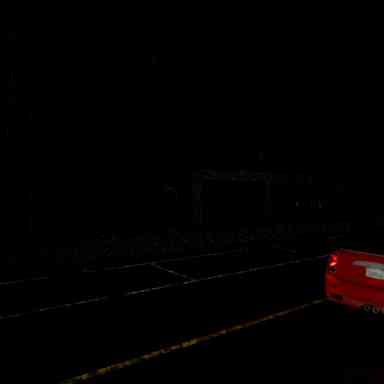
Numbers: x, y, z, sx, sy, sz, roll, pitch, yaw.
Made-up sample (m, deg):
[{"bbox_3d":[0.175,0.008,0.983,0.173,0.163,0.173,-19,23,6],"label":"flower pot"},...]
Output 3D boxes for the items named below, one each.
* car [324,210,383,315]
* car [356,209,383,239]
[{"bbox_3d":[4.711,1.351,6.640,4.553,1.767,2.097,0,0,-36],"label":"car"},{"bbox_3d":[10.616,1.582,17.470,4.206,1.307,1.802,0,0,-35],"label":"car"}]
